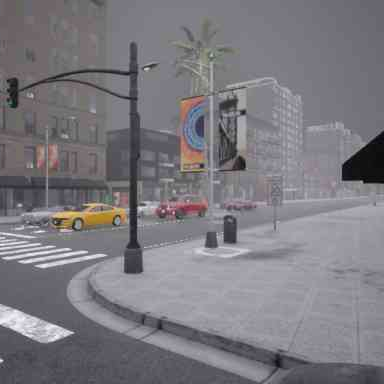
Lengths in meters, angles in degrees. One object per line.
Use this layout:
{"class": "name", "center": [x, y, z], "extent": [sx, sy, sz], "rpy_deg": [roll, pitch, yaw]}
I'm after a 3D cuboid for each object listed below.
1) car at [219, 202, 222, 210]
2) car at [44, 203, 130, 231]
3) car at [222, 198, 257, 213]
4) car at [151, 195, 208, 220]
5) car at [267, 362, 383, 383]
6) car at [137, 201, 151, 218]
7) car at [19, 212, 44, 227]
{"class": "car", "center": [5.396, 1.541, 43.799], "extent": [1.882, 1.535, 5.008], "rpy_deg": [0, 0, 35]}
{"class": "car", "center": [-6.491, 1.496, 21.325], "extent": [1.882, 1.535, 5.008], "rpy_deg": [0, 0, 35]}
{"class": "car", "center": [5.733, 1.659, 38.660], "extent": [1.895, 1.301, 4.718], "rpy_deg": [0, 0, 35]}
{"class": "car", "center": [-0.765, 1.257, 29.457], "extent": [2.150, 2.045, 5.566], "rpy_deg": [0, 0, 35]}
{"class": "car", "center": [2.206, 1.551, 1.274], "extent": [4.403, 1.369, 2.008], "rpy_deg": [0, 0, 35]}
{"class": "car", "center": [-4.160, 1.555, 30.277], "extent": [1.812, 1.442, 4.674], "rpy_deg": [0, 0, 35]}
{"class": "car", "center": [-9.254, 1.615, 23.065], "extent": [1.895, 1.301, 4.718], "rpy_deg": [0, 0, 35]}
